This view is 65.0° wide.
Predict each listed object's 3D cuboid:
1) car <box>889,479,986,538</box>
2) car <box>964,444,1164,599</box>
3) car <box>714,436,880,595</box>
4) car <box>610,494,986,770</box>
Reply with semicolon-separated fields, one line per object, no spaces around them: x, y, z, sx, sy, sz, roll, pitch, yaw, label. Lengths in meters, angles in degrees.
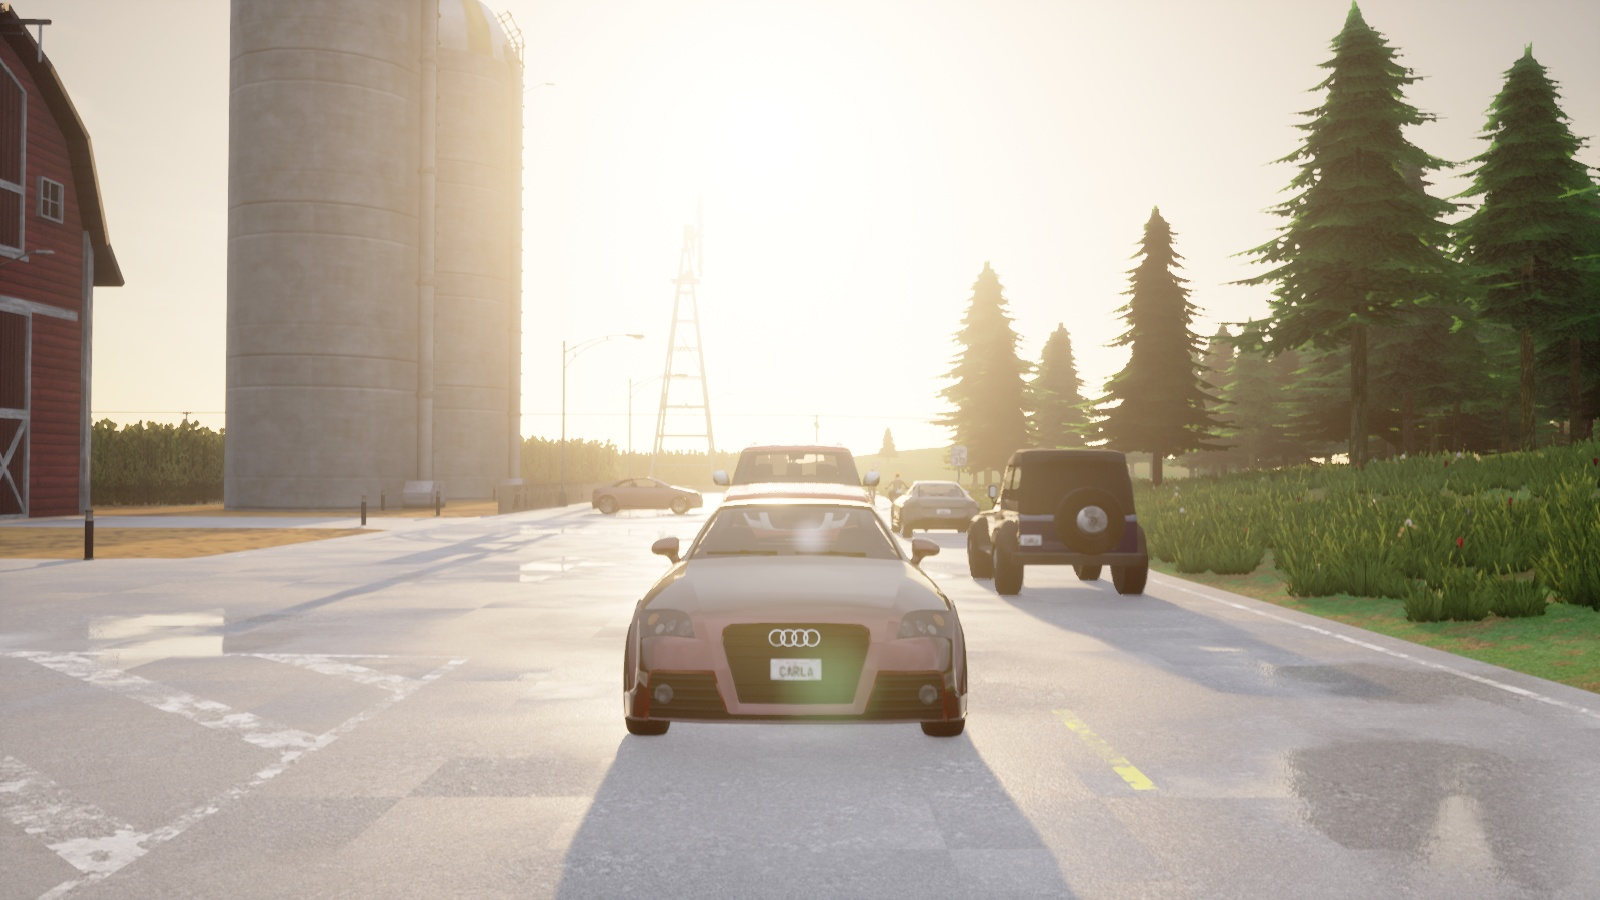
3.419;1.438;31.929;1.994;1.385;4.181;0;-1;0;car
3.455;0.906;17.192;1.905;1.878;3.866;0;-1;0;car
-0.052;0.872;19.040;2.150;2.045;5.566;0;-1;0;car
-0.025;1.038;8.777;1.994;1.385;4.181;0;-1;0;car
